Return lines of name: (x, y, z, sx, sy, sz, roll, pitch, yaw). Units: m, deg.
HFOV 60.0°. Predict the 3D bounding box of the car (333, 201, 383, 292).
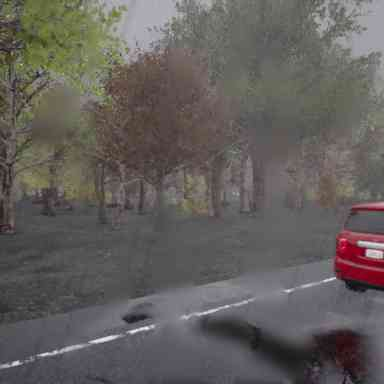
car: (5.574, 1.233, 7.725, 5.566, 2.045, 2.150, 0, 0, -35)
